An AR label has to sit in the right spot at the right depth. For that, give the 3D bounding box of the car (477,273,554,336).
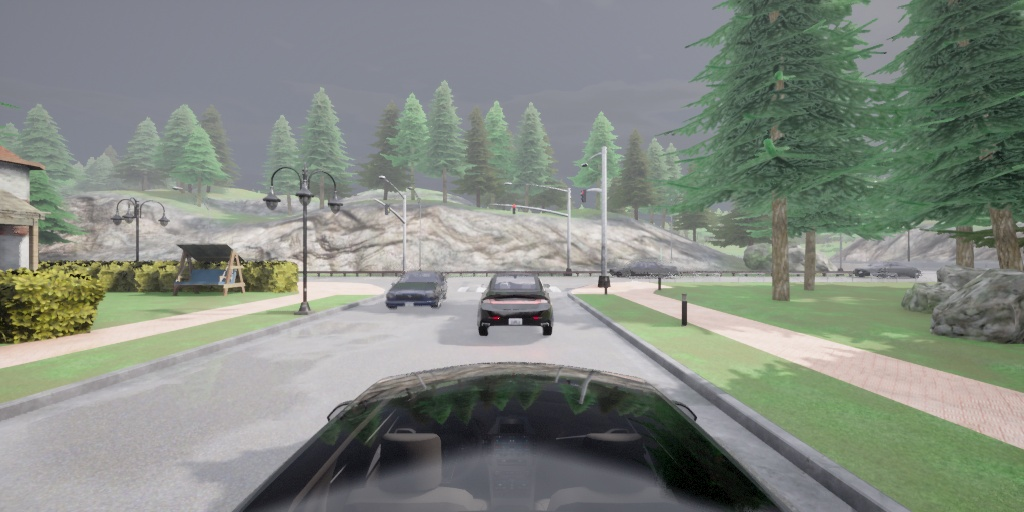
[{"bbox_3d":[0.098,1.242,10.383,2.128,1.511,4.902,0,0,1],"label":"car"}]

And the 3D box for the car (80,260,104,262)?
[{"bbox_3d":[-30.347,1.065,25.920,5.008,1.535,1.882,0,0,0],"label":"car"}]

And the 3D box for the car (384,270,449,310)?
[{"bbox_3d":[-3.731,1.298,14.986,2.033,1.411,5.357,0,0,-4],"label":"car"}]

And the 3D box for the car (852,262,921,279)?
[{"bbox_3d":[30.586,1.153,29.385,4.181,1.385,1.994,0,0,0],"label":"car"}]

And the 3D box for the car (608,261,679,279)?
[{"bbox_3d":[10.788,1.135,29.523,5.357,1.411,2.033,0,0,0],"label":"car"}]

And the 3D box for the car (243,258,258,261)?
[{"bbox_3d":[-19.143,0.940,25.895,4.553,1.767,2.097,0,0,0],"label":"car"}]
